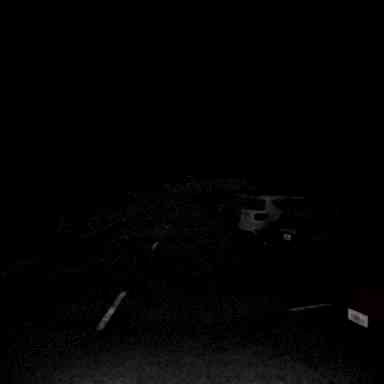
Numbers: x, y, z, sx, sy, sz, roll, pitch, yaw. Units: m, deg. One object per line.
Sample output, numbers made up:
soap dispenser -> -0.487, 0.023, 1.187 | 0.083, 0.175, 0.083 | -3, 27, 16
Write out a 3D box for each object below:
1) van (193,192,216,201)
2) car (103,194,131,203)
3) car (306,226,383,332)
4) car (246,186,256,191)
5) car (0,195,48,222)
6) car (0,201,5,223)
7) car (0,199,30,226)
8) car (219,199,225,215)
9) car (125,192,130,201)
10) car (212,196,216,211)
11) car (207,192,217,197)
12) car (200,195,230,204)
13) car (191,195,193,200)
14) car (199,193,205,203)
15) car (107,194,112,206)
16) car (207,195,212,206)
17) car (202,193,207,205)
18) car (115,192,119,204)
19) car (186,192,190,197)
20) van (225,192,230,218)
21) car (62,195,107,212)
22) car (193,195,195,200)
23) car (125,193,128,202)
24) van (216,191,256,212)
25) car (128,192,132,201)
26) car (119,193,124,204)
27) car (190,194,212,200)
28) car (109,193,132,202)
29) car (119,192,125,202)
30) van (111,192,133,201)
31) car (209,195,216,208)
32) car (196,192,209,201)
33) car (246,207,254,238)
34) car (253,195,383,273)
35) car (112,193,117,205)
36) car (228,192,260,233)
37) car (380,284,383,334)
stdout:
van -> 2.738, 1.005, 72.032 | 4.442, 1.987, 1.878 | 1, 0, -25
car -> -15.435, 1.295, 68.863 | 5.366, 1.575, 1.946 | -1, 1, -25
car -> 4.720, 1.492, 5.771 | 4.792, 1.488, 2.163 | 1, 0, -20
car -> 16.789, -0.122, 93.285 | 2.002, 1.452, 4.674 | -7, 4, -31
car -> -13.508, 1.175, 24.521 | 5.566, 2.045, 2.435 | -1, 0, -20
car -> -13.491, 1.475, 18.570 | 4.792, 1.488, 2.163 | -1, 0, -20
car -> -13.445, 1.465, 21.573 | 4.792, 1.488, 2.163 | -1, 0, -20
car -> 4.750, 1.433, 23.837 | 4.792, 1.488, 2.163 | 1, 0, -20
car -> -14.804, 1.352, 63.035 | 4.674, 1.452, 2.002 | -1, 1, -24
car -> 4.867, 1.382, 29.921 | 5.366, 1.575, 1.946 | 1, 0, -21
car -> 4.553, 1.225, 38.900 | 4.553, 1.767, 2.185 | 1, 0, -22
car -> 3.894, 1.325, 57.021 | 4.674, 1.452, 2.002 | 1, 0, -23
car -> 3.093, 1.244, 69.074 | 4.892, 1.521, 2.231 | 1, 0, -25
car -> 4.203, 1.307, 50.980 | 5.008, 1.535, 2.097 | 1, 0, -23
car -> -13.821, 1.393, 45.311 | 4.792, 1.488, 2.163 | -1, 0, -22
car -> 4.617, 1.363, 35.882 | 4.892, 1.521, 2.231 | 1, 0, -21
car -> 4.417, 1.329, 44.946 | 5.008, 1.535, 2.097 | 1, 0, -22
car -> -14.130, 1.221, 51.203 | 4.553, 1.767, 2.185 | -1, 0, -22
car -> 2.121, 1.206, 78.019 | 5.366, 1.575, 1.946 | 1, 0, -26
van -> 4.625, 1.187, 20.767 | 4.442, 1.987, 1.878 | 1, 0, -20
car -> -13.780, 1.403, 42.317 | 4.792, 1.488, 2.163 | -1, 0, -22
car -> 3.311, 1.293, 66.064 | 4.674, 1.452, 2.002 | 1, 0, -24
car -> -14.598, 1.361, 60.081 | 4.674, 1.452, 2.002 | -1, 1, -24
van -> 4.607, 1.166, 26.792 | 4.442, 1.987, 1.878 | 1, 0, -20
car -> -14.863, 1.297, 66.069 | 5.366, 1.575, 1.946 | -1, 0, -24
car -> -14.418, 1.338, 54.094 | 5.366, 1.575, 1.946 | -1, 1, -23
car -> 2.172, 1.236, 81.080 | 4.792, 1.488, 2.163 | 1, 0, -26
car -> -15.492, 1.160, 71.903 | 4.553, 1.767, 2.185 | -1, 1, -25
car -> -14.389, 1.203, 57.136 | 4.553, 1.767, 2.185 | -1, 1, -23
van -> -15.695, 1.050, 74.890 | 4.442, 1.987, 1.878 | -1, 0, -25
car -> 4.678, 1.372, 32.863 | 5.008, 1.535, 2.097 | 1, 1, -21
car -> 4.036, 1.044, 53.983 | 5.566, 2.045, 2.435 | 1, 0, -23
car -> 4.743, 1.443, 11.794 | 5.008, 1.535, 2.097 | 1, 0, -20
car -> 4.771, 1.202, 8.804 | 5.566, 2.045, 2.435 | 1, 0, -20
car -> -13.957, 1.354, 48.253 | 5.008, 1.535, 2.097 | -1, 1, -22
car -> 4.764, 1.183, 14.812 | 5.566, 2.045, 2.435 | 1, 0, -20
car -> 4.729, 1.222, 2.762 | 5.566, 2.045, 2.435 | 1, 0, -20
